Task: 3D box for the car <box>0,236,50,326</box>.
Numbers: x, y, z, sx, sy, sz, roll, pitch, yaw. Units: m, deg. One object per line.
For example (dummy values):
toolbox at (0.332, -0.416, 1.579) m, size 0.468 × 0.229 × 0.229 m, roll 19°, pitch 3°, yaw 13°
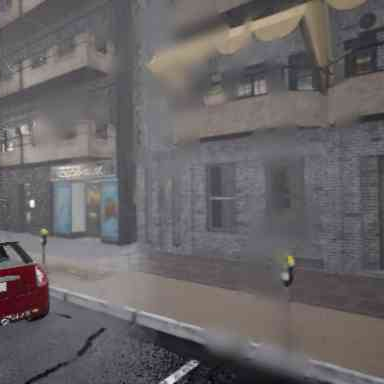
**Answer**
car at (-4.470, 1.466, 6.089) m, size 4.097 × 1.590 × 1.967 m, roll 0°, pitch -1°, yaw 36°
